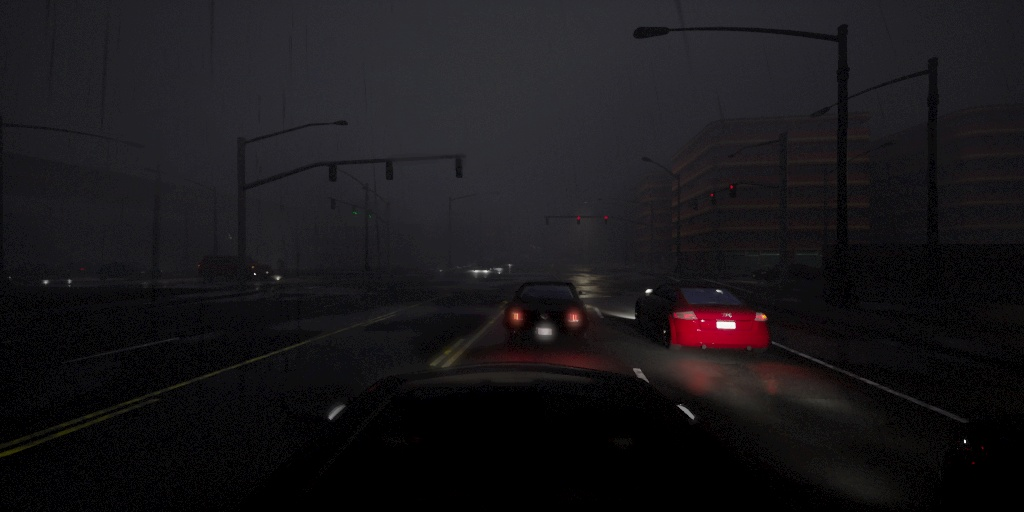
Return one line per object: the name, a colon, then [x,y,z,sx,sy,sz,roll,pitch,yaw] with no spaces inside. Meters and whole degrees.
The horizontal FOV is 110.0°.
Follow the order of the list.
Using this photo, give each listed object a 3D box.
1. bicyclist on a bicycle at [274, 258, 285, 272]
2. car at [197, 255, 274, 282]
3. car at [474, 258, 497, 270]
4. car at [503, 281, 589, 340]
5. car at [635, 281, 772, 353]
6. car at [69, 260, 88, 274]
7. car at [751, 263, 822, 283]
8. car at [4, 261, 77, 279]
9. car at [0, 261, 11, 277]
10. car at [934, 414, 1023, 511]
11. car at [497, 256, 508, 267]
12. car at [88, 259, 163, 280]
bicyclist on a bicycle: [-26.326,1.053,40.697,0.582,1.620,1.656,0,0,7]
car: [-22.449,0.971,29.178,5.566,2.045,2.150,0,0,7]
car: [-3.767,1.176,48.768,1.994,1.385,4.181,0,1,8]
car: [1.019,1.351,9.967,1.895,1.301,4.718,0,0,8]
car: [4.421,1.314,8.959,1.994,1.385,4.181,0,0,7]
car: [-43.661,1.297,35.813,5.357,1.411,2.033,0,0,14]
car: [21.238,1.275,27.763,4.674,1.442,1.812,0,0,7]
car: [-41.781,1.351,31.718,4.718,1.301,1.895,0,0,12]
car: [-51.086,1.276,35.417,4.674,1.442,1.812,0,0,35]
car: [3.640,1.242,0.248,2.128,1.511,4.902,0,0,1]
car: [-2.398,1.064,58.619,1.895,1.301,4.718,0,1,8]
car: [-32.377,1.228,30.372,5.008,1.535,1.882,0,0,7]
